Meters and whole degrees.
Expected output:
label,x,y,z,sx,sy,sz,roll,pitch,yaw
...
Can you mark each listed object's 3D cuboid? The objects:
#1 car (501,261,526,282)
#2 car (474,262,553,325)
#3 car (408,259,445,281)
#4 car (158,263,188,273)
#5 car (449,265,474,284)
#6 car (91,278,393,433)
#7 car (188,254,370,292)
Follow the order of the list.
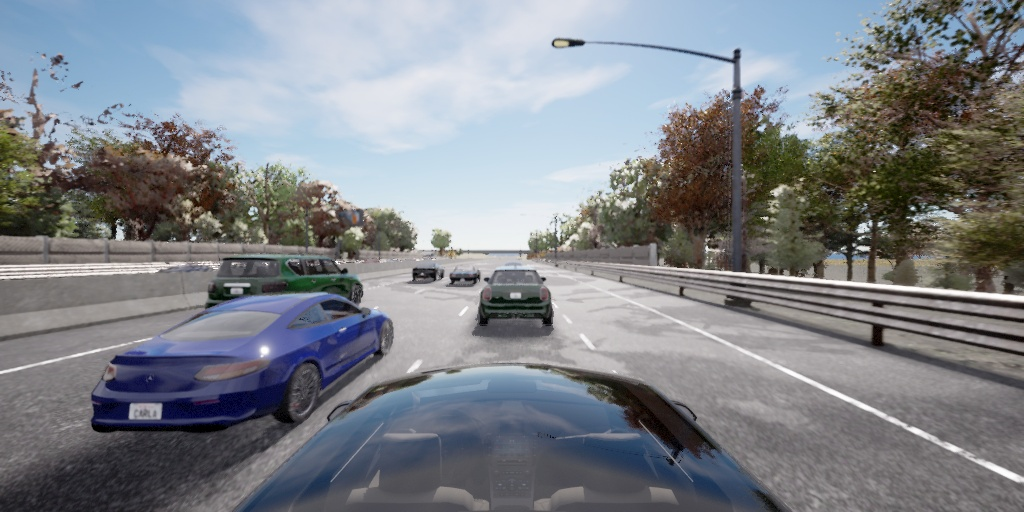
label,x,y,z,sx,sy,sz,roll,pitch,yaw
car,0.114,1.239,29.900,1.882,1.535,5.008,0,0,0
car,0.103,1.103,11.964,2.097,1.767,4.553,0,0,0
car,-6.888,1.239,29.971,1.882,1.535,5.008,0,0,0
car,-28.082,1.326,31.002,1.994,1.385,4.181,0,0,0
car,-3.389,1.360,26.867,1.895,1.301,4.718,0,0,0
car,-3.397,1.276,5.626,1.812,1.442,4.674,0,0,0
car,-6.895,0.972,11.666,2.150,2.045,5.566,0,0,0
